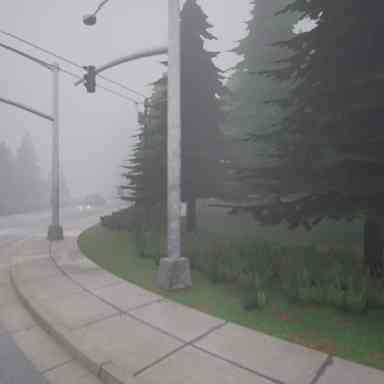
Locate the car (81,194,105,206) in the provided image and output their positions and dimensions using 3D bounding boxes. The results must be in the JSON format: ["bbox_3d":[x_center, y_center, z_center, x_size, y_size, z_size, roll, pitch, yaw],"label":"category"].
[{"bbox_3d":[-16.103,1.190,56.034,2.128,1.511,4.902,45,3,8],"label":"car"}]

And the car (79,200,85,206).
[{"bbox_3d":[-17.601,1.623,56.396,2.033,1.411,5.357,0,0,-4],"label":"car"}]
